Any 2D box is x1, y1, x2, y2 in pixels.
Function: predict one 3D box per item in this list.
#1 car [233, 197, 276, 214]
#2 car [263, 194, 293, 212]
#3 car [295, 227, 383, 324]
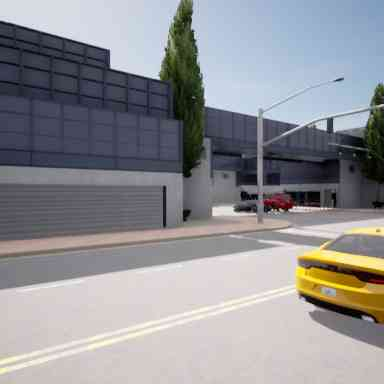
[{"bbox_3d":[6.398,1.559,35.639,1.994,1.385,4.181,0,0,-37],"label":"car"},{"bbox_3d":[8.977,1.218,38.451,2.150,2.045,5.566,0,0,-38],"label":"car"},{"bbox_3d":[4.252,1.477,6.880,5.008,1.535,1.882,0,0,-36],"label":"car"}]
